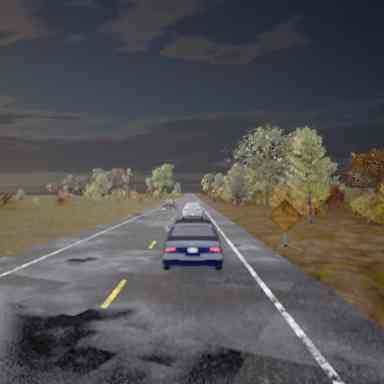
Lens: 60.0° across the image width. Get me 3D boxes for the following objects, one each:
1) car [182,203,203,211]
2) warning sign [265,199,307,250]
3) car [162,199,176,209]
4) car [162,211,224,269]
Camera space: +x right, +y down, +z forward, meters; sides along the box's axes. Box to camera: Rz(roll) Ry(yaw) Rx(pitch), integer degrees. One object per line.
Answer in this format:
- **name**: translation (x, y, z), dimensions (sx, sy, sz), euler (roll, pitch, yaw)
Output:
- **car**: translation (0.065, 1.715, 31.182), dimensions (1.812, 1.442, 4.674), euler (0, 0, 0)
- **warning sign**: translation (3.542, 1.196, 12.656), dimensions (1.300, 1.860, 1.060), euler (0, -1, 0)
- **car**: translation (-3.593, 1.825, 52.568), dimensions (1.812, 1.442, 4.674), euler (0, 0, 0)
- **car**: translation (0.040, 1.620, 11.405), dimensions (2.033, 1.411, 5.357), euler (0, 0, 0)
